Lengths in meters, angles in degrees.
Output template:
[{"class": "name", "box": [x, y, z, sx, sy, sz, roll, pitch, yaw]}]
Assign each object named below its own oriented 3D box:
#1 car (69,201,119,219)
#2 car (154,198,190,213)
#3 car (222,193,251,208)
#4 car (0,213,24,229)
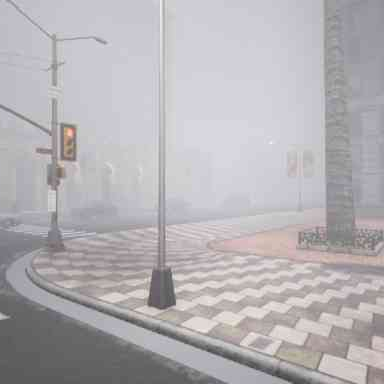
[{"class": "car", "box": [-8.695, 1.526, 29.897, 1.812, 1.442, 4.674, 0, 0, 39]}, {"class": "car", "box": [-2.243, 1.505, 38.084, 1.837, 1.490, 4.892, 0, 0, 38]}, {"class": "car", "box": [6.723, 1.219, 49.438, 2.150, 2.045, 5.566, 0, 0, 38]}, {"class": "car", "box": [-12.582, 1.601, 19.499, 4.718, 1.301, 1.895, 0, 0, -44]}]
